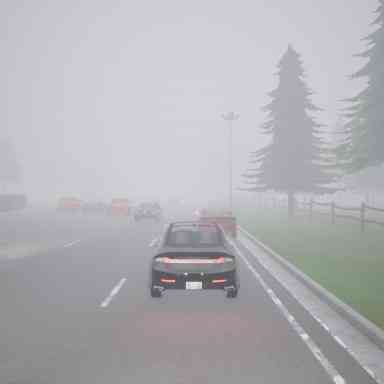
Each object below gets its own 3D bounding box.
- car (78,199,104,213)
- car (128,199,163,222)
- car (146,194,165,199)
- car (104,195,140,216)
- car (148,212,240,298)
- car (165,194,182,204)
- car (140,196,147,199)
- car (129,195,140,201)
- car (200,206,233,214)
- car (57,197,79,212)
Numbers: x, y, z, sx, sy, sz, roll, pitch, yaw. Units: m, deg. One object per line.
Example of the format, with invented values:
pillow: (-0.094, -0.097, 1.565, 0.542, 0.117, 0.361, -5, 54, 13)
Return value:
car: (-10.391, 1.601, 36.208, 1.895, 1.301, 4.718, 0, 0, 0)
car: (-3.394, 1.547, 26.652, 2.033, 1.411, 5.357, 0, 0, 0)
car: (-6.885, 1.547, 63.433, 2.033, 1.411, 5.357, 0, 0, 0)
car: (-6.891, 1.352, 33.164, 2.097, 1.767, 4.553, 0, 0, 0)
car: (0.054, 1.492, 8.498, 2.128, 1.511, 4.902, 0, 0, 0)
car: (-3.385, 1.477, 62.342, 1.882, 1.535, 5.008, 0, 0, 0)
car: (-10.467, 1.524, 74.456, 1.812, 1.442, 4.674, 0, 0, 0)
car: (-13.980, 1.524, 81.105, 1.812, 1.442, 4.674, 0, 0, 0)
car: (1.229, 1.478, 17.839, 1.882, 1.535, 5.008, 0, 0, 0)
car: (-13.891, 1.352, 38.587, 2.097, 1.767, 4.553, 0, 0, 0)
